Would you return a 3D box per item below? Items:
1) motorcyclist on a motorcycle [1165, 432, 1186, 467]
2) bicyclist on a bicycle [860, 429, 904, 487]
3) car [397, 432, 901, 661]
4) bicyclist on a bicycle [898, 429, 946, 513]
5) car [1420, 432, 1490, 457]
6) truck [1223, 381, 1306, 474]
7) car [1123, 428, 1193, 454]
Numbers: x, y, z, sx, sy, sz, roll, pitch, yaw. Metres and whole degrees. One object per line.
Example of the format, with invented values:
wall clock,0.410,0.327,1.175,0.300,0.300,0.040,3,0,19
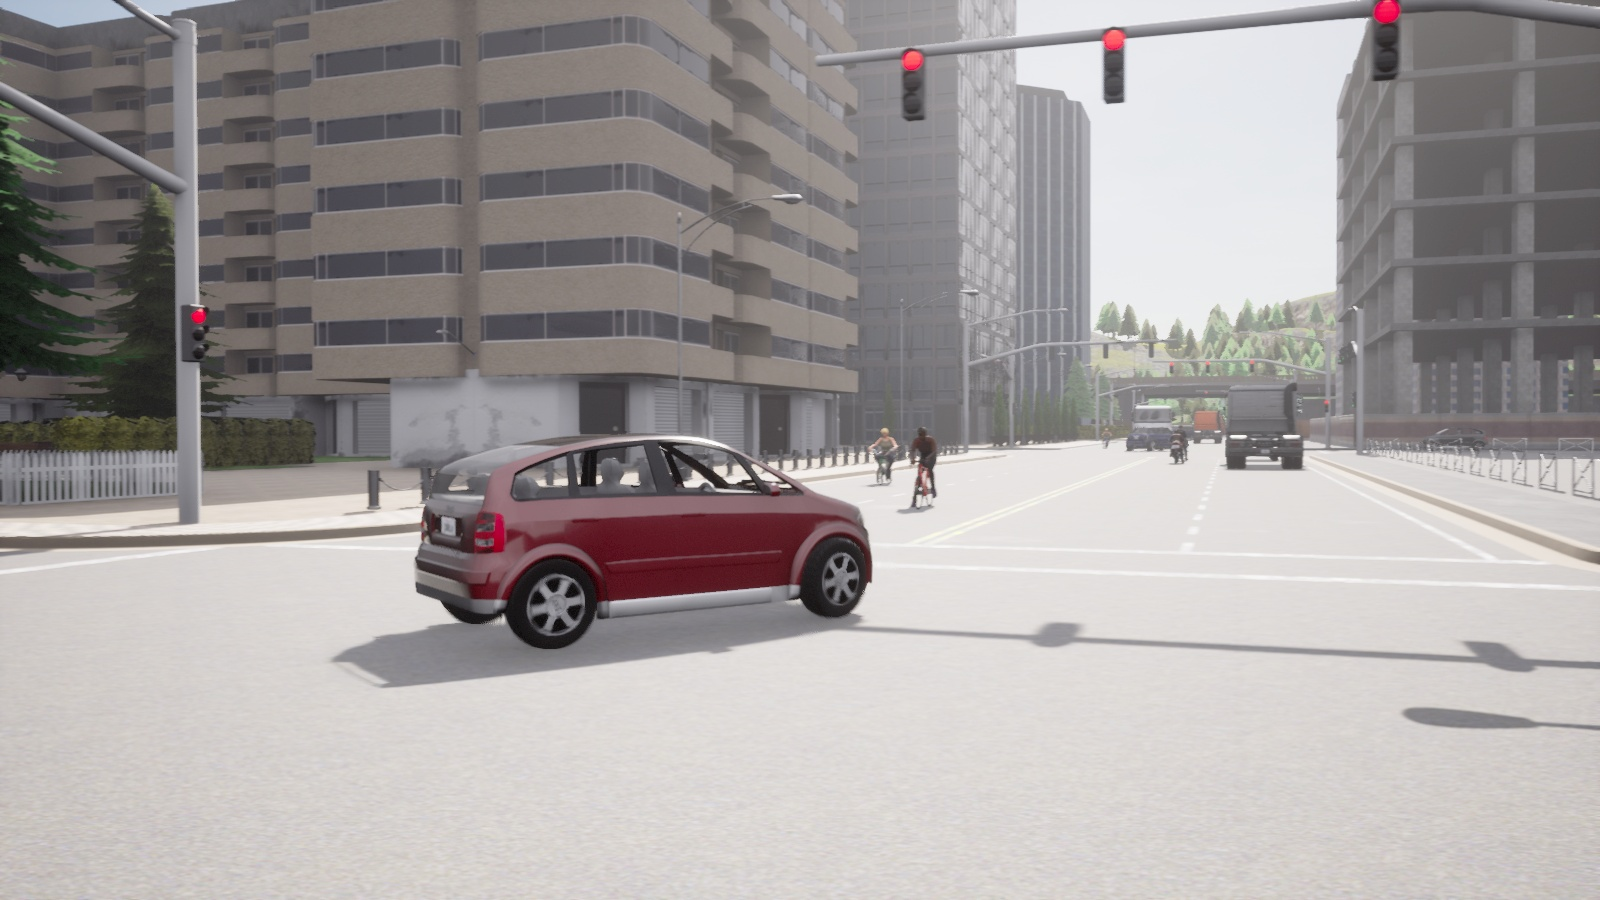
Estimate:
motorcyclist on a motorcycle,16.747,-0.025,55.962,0.797,1.523,2.044,1,1,19
bicyclist on a bicycle,2.337,0.203,35.543,0.866,1.612,1.509,1,1,19
car,-1.182,0.635,10.346,3.705,1.549,1.789,0,1,-35
bicyclist on a bicycle,2.443,0.387,25.095,0.582,1.620,1.656,1,1,19
car,41.569,-0.372,79.815,3.705,1.549,1.789,1,1,19
truck,18.712,-0.900,50.881,2.891,3.462,7.936,1,1,19
car,24.238,-0.614,84.998,4.553,1.767,2.097,0,1,-32
